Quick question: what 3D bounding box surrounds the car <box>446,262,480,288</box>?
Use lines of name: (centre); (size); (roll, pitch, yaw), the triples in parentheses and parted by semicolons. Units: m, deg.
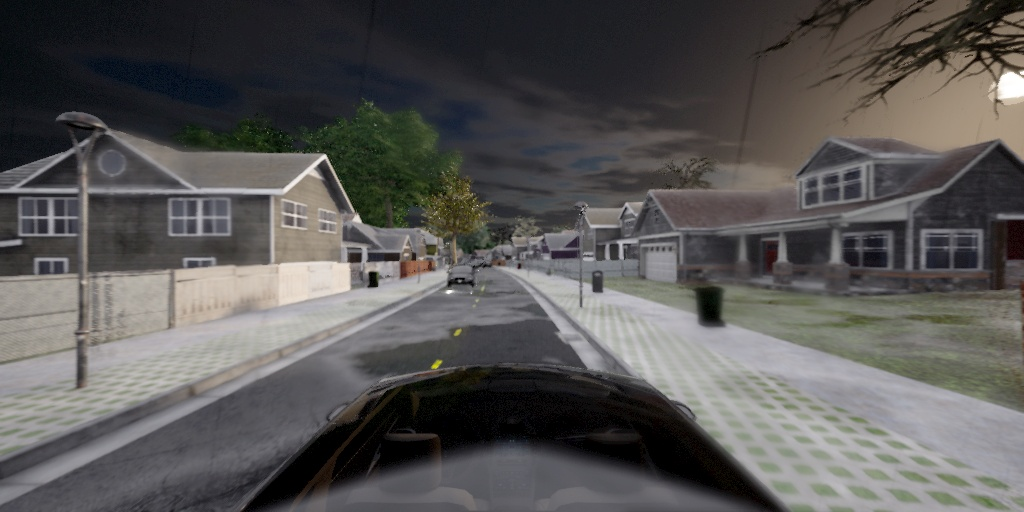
car: (-3.499, 1.386, 25.577); (1.837, 1.490, 4.892); (0, 0, -3)
